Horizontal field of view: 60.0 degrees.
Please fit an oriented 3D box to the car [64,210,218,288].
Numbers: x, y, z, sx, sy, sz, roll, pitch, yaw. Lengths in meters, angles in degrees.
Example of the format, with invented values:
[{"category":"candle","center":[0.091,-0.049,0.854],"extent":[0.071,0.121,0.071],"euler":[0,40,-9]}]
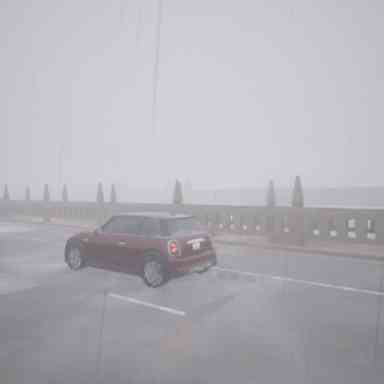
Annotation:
[{"category":"car","center":[-1.608,1.356,9.478],"extent":[4.553,1.767,2.097],"euler":[0,0,36]}]
